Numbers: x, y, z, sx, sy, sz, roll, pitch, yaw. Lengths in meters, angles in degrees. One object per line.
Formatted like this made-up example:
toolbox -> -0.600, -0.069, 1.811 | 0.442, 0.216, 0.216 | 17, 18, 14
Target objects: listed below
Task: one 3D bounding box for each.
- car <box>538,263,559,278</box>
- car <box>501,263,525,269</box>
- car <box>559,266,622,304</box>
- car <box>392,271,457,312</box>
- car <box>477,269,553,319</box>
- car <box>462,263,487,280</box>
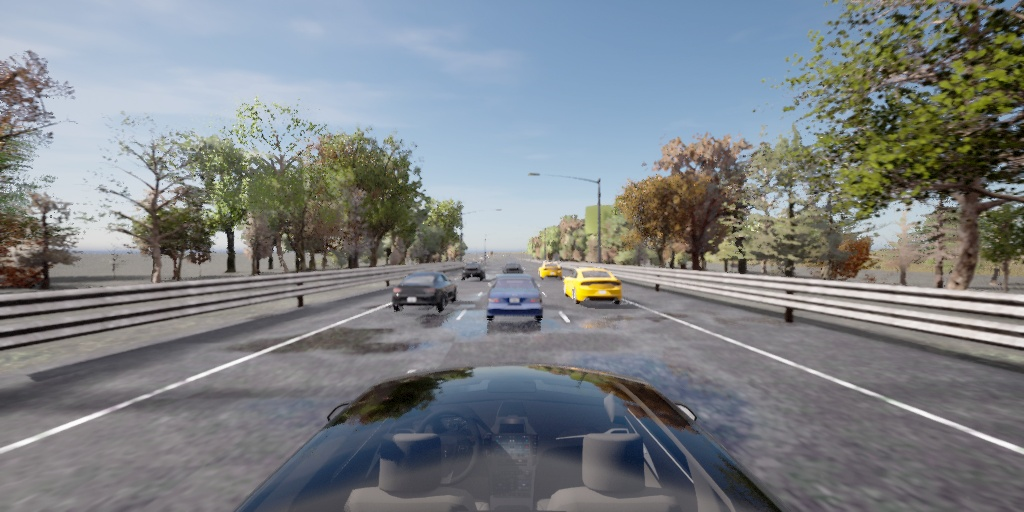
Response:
car -> 3.592, 1.387, 34.199 | 1.882, 1.535, 5.008 | 0, 0, 0
car -> 0.091, 1.406, 32.735 | 1.837, 1.490, 4.892 | 0, 0, 0
car -> 3.591, 1.298, 16.677 | 1.882, 1.535, 5.008 | 0, 0, 0
car -> -3.412, 1.336, 14.532 | 1.812, 1.442, 4.674 | 0, 0, 0
car -> 0.086, 1.350, 12.947 | 2.033, 1.411, 5.357 | 0, 0, 0
car -> -3.409, 1.406, 32.757 | 1.837, 1.490, 4.892 | 0, 0, 0
